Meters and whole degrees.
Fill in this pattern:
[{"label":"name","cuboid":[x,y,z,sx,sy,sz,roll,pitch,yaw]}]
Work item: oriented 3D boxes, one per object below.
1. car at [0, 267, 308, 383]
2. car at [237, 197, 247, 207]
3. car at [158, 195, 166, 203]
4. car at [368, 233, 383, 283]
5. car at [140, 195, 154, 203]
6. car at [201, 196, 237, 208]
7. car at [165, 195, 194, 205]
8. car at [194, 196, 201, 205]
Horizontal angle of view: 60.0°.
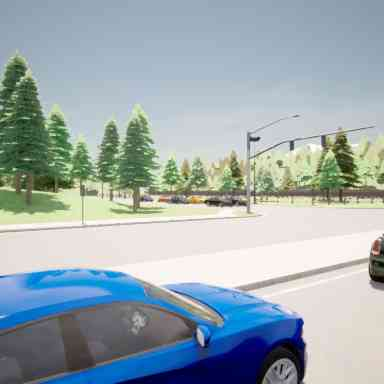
[{"label":"car","cuboid":[-0.997,1.478,3.037,5.008,1.535,1.882,0,0,-35]},{"label":"car","cuboid":[6.634,1.477,52.280,1.882,1.535,5.008,0,0,-35]},{"label":"car","cuboid":[-5.199,1.354,69.378,2.097,1.767,4.553,0,0,-35]},{"label":"car","cuboid":[6.500,1.352,8.408,4.553,1.767,2.097,0,0,-35]},{"label":"car","cuboid":[-9.791,1.493,69.838,1.837,1.490,4.892,0,0,-35]},{"label":"car","cuboid":[4.014,1.477,49.916,1.882,1.535,5.008,0,0,-35]},{"label":"car","cuboid":[-2.227,1.506,58.868,1.837,1.490,4.892,0,0,-35]},{"label":"car","cuboid":[1.002,1.477,60.367,1.882,1.535,5.008,0,0,-35]}]
